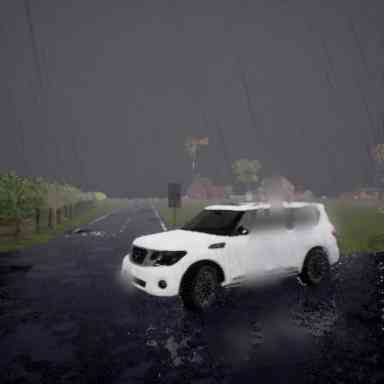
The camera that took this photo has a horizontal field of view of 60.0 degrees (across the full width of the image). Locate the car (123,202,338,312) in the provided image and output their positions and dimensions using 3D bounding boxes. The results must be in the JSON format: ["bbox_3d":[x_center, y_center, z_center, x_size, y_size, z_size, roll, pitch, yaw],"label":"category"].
[{"bbox_3d":[1.168,1.277,8.156,5.566,2.045,2.150,0,-2,-31],"label":"car"}]
